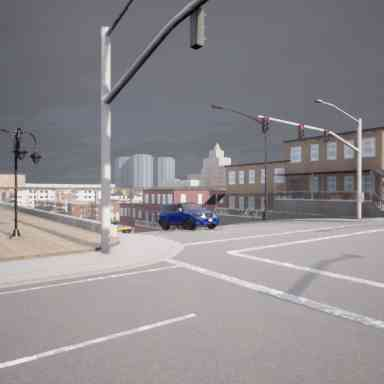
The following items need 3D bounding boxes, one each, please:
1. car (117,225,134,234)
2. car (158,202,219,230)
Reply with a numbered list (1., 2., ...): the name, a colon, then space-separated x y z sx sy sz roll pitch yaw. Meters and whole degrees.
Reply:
1. car: -7.829 4.155 34.737 1.882 1.535 5.008 0 -13 -37
2. car: -0.405 1.777 24.645 2.150 2.045 5.566 0 -5 -36
